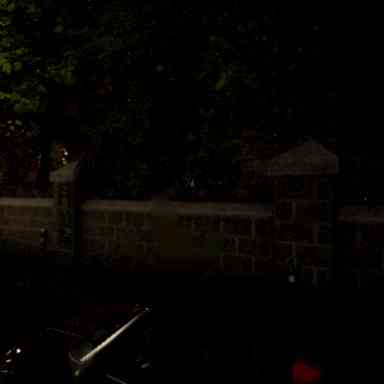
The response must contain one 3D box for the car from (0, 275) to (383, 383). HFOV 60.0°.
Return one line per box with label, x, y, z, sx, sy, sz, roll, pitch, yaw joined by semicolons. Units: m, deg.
car;0.160;1.437;2.609;4.097;1.590;1.967;0;0;36
